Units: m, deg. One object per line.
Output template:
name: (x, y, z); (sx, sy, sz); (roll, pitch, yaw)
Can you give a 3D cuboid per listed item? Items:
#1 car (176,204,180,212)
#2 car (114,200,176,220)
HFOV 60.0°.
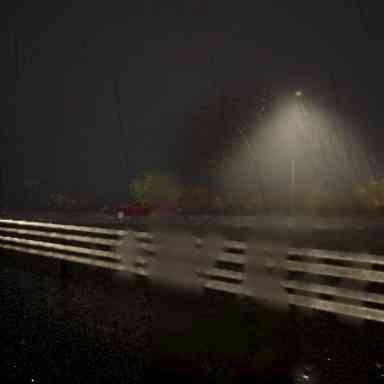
car: (-3.489, 1.509, 32.224); (4.674, 1.442, 1.812); (0, 0, 13)
car: (-4.293, 1.475, 28.818); (5.008, 1.535, 1.882); (0, 0, 13)
